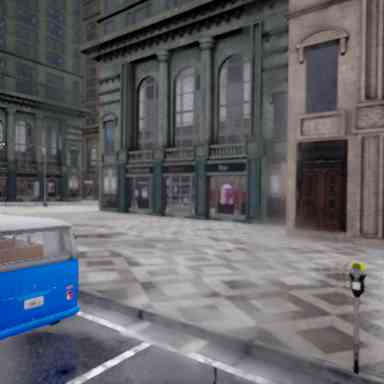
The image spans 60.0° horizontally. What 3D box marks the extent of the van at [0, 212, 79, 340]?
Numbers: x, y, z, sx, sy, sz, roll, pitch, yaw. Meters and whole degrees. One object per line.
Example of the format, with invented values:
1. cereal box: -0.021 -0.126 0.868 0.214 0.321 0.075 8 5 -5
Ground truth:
1. van: -3.636 1.227 5.575 3.998 1.788 1.690 1 1 35
